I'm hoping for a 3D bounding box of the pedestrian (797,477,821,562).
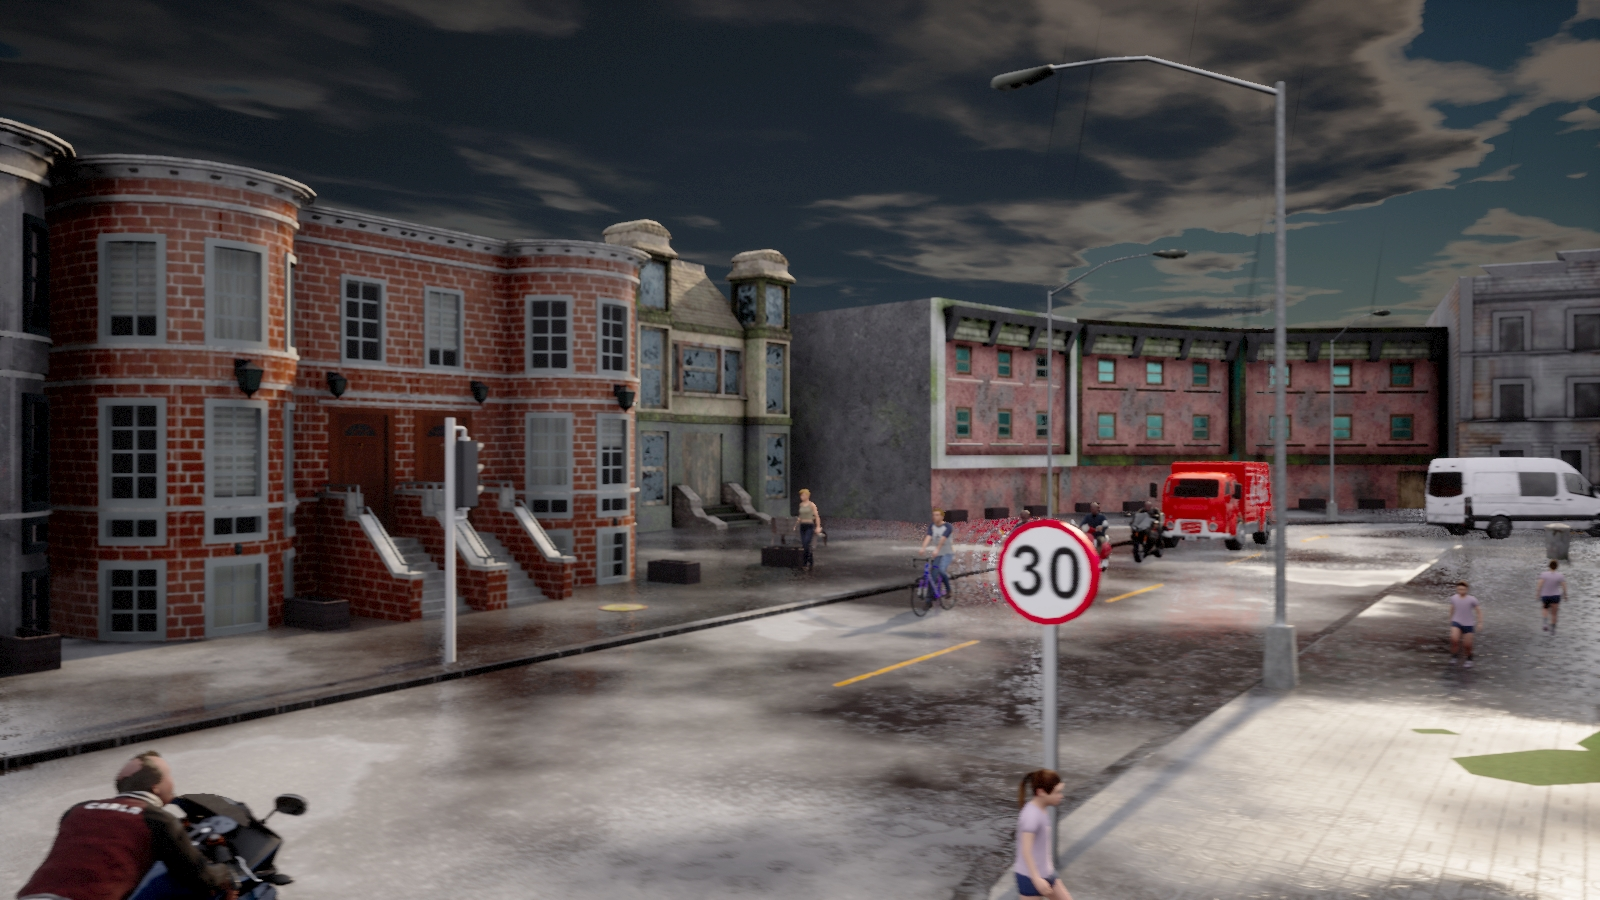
[{"bbox_3d":[0.197,1.532,25.364,0.375,1.860,0.375,0,0,43],"label":"pedestrian"}]

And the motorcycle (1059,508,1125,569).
[{"bbox_3d":[6.591,1.966,25.737,0.856,1.236,1.805,0,0,35],"label":"motorcycle"}]

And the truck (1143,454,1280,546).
[{"bbox_3d":[12.174,1.352,33.584,2.627,2.467,5.204,0,0,33],"label":"truck"}]

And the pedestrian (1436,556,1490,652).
[{"bbox_3d":[8.246,1.898,14.208,0.500,1.100,0.500,0,0,41],"label":"pedestrian"}]

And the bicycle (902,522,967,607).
[{"bbox_3d":[2.323,1.940,19.654,0.373,1.296,1.643,0,0,35],"label":"bicycle"}]

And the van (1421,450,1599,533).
[{"bbox_3d":[23.527,1.317,37.093,5.915,2.561,1.988,0,-2,-10],"label":"van"}]

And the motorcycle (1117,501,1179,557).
[{"bbox_3d":[8.892,1.989,29.132,0.867,1.251,2.209,0,0,35],"label":"motorcycle"}]

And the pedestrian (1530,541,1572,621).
[{"bbox_3d":[10.976,1.905,16.703,0.500,1.100,0.500,0,0,35],"label":"pedestrian"}]

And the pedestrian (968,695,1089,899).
[{"bbox_3d":[1.197,1.898,5.957,0.500,1.100,0.500,0,0,27],"label":"pedestrian"}]

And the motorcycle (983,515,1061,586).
[{"bbox_3d":[4.415,1.966,22.641,0.856,1.236,1.805,0,0,35],"label":"motorcycle"}]
